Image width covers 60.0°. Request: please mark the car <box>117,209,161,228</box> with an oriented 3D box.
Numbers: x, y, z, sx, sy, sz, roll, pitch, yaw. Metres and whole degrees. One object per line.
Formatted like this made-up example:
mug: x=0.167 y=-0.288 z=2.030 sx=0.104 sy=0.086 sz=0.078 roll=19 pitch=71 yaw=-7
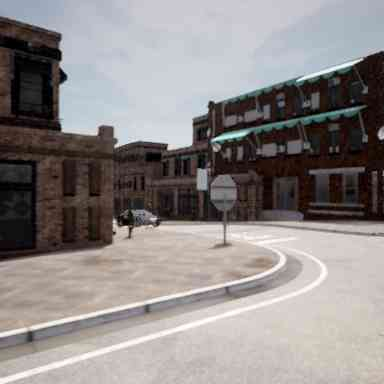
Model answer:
car: x=-4.263 y=2.107 z=26.250 sx=2.128 sy=1.511 sz=4.902 roll=0 pitch=-5 yaw=-37
